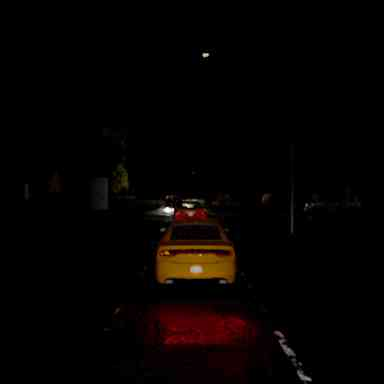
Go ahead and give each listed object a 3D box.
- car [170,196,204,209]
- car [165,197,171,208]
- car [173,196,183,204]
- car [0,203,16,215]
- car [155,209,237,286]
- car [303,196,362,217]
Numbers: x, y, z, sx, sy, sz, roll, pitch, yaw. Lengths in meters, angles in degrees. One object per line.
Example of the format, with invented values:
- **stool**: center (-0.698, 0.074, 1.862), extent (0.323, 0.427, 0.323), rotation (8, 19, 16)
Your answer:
- **car**: center (-0.229, 1.366, 22.256), extent (2.097, 1.767, 4.553), rotation (0, 0, -4)
- **car**: center (-2.898, 1.519, 49.165), extent (2.128, 1.511, 4.902), rotation (0, 0, 0)
- **car**: center (-2.834, 1.559, 67.724), extent (1.812, 1.442, 4.674), rotation (0, 0, 0)
- **car**: center (-18.687, 1.357, 30.502), extent (4.674, 1.442, 1.812), rotation (1, -1, -1)
- **car**: center (0.089, 1.484, 9.494), extent (1.882, 1.535, 5.008), rotation (0, 0, 0)
- **car**: center (14.289, 1.410, 33.931), extent (5.566, 2.045, 2.150), rotation (1, -1, -1)
